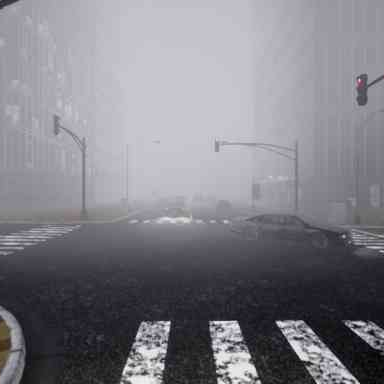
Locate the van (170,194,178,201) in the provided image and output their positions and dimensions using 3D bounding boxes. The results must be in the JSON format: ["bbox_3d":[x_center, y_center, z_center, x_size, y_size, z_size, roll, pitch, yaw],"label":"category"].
[{"bbox_3d":[-4.401,1.317,80.429,1.690,1.788,3.998,0,0,0],"label":"van"}]

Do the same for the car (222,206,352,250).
[{"bbox_3d":[4.323,1.633,15.257,5.357,1.411,2.033,2,1,33],"label":"car"}]

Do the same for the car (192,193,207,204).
[{"bbox_3d":[1.141,1.217,62.791,2.150,2.045,5.566,0,0,0],"label":"car"}]

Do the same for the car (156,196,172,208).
[{"bbox_3d":[-4.163,1.590,47.264,1.802,1.307,4.206,0,0,0],"label":"car"}]

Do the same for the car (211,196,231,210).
[{"bbox_3d":[3.806,1.577,41.795,1.947,1.339,4.313,0,0,0],"label":"car"}]

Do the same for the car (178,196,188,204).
[{"bbox_3d":[-1.743,1.594,67.546,2.033,1.411,5.357,0,0,0],"label":"car"}]

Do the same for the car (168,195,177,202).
[{"bbox_3d":[-4.361,1.422,74.902,1.967,1.590,4.097,0,0,0],"label":"car"}]

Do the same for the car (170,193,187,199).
[{"bbox_3d":[-1.706,1.359,49.191,2.097,1.767,4.553,0,0,0],"label":"car"}]

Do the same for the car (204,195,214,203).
[{"bbox_3d":[3.559,1.429,69.431,1.967,1.590,4.097,0,0,0],"label":"car"}]

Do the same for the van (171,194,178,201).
[{"bbox_3d":[-4.440,1.311,85.957,1.690,1.788,3.998,0,0,0],"label":"van"}]

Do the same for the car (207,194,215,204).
[{"bbox_3d":[3.599,1.310,63.903,2.192,1.841,5.009,0,0,0],"label":"car"}]

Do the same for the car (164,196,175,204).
[{"bbox_3d":[-4.281,1.561,63.847,1.947,1.339,4.313,0,0,0],"label":"car"}]

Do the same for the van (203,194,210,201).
[{"bbox_3d":[3.479,1.317,80.486,1.690,1.788,3.998,0,0,0],"label":"van"}]

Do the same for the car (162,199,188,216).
[{"bbox_3d":[-1.595,1.616,32.877,1.895,1.301,4.718,0,0,0],"label":"car"}]
